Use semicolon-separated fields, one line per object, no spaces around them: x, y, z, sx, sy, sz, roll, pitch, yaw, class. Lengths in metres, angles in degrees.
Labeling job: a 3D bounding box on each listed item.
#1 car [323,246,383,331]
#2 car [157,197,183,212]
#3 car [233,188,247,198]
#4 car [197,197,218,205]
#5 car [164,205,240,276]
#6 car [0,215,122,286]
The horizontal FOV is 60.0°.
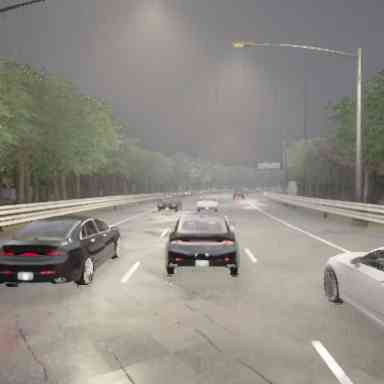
3.571;1.462;4.912;1.812;1.442;4.674;0;1;1;car
-2.008;1.164;31.727;1.895;1.301;4.718;0;1;5;car
9.770;0.269;68.906;2.150;2.045;5.566;0;1;10;car
1.543;1.161;32.201;1.895;1.301;4.718;0;1;5;car
0.295;1.356;9.900;2.128;1.511;4.902;0;1;2;car
-3.233;1.378;8.989;1.837;1.490;4.892;0;1;1;car
